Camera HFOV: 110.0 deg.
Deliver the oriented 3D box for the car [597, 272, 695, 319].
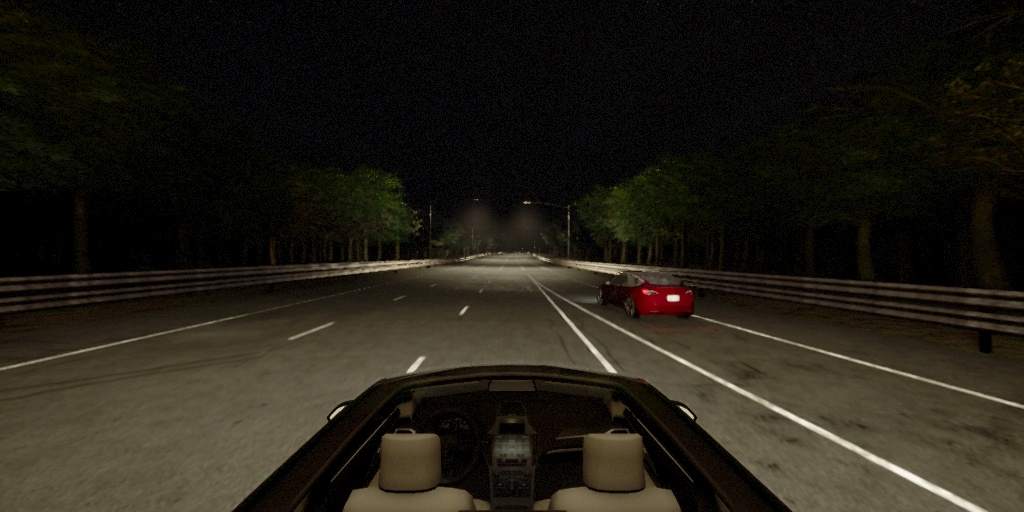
[{"bbox_3d":[4.657,1.304,13.081,2.163,1.488,4.792,1,0,-4],"label":"car"}]
